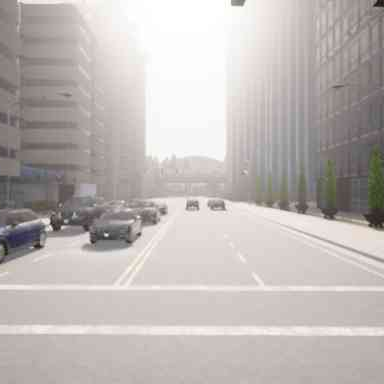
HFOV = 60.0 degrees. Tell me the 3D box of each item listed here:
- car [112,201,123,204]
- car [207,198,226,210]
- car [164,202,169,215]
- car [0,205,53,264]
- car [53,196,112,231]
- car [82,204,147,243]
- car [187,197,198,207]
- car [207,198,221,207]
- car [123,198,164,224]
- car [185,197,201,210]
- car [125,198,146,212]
[{"bbox_3d":[-7.100,1.577,31.498,2.128,1.511,4.902,0,0,0],"label":"car"},{"bbox_3d":[3.485,1.617,45.004,1.837,1.490,4.892,0,0,0],"label":"car"},{"bbox_3d":[-3.591,1.694,35.420,1.895,1.301,4.718,0,0,0],"label":"car"},{"bbox_3d":[-7.104,1.409,11.950,2.097,1.767,4.553,0,0,0],"label":"car"},{"bbox_3d":[-7.105,1.292,21.539,2.150,2.045,5.566,0,0,0],"label":"car"},{"bbox_3d":[-3.606,1.570,16.447,1.837,1.490,4.892,0,0,0],"label":"car"},{"bbox_3d":[0.083,1.603,55.456,1.882,1.535,5.008,0,0,0],"label":"car"},{"bbox_3d":[3.482,1.689,53.671,1.994,1.385,4.181,0,0,0],"label":"car"},{"bbox_3d":[-3.605,1.431,25.651,2.097,1.767,4.553,0,0,0],"label":"car"},{"bbox_3d":[0.084,1.616,45.913,1.837,1.490,4.892,0,0,0],"label":"car"},{"bbox_3d":[-7.059,1.606,41.937,1.837,1.490,4.892,0,0,0],"label":"car"}]
